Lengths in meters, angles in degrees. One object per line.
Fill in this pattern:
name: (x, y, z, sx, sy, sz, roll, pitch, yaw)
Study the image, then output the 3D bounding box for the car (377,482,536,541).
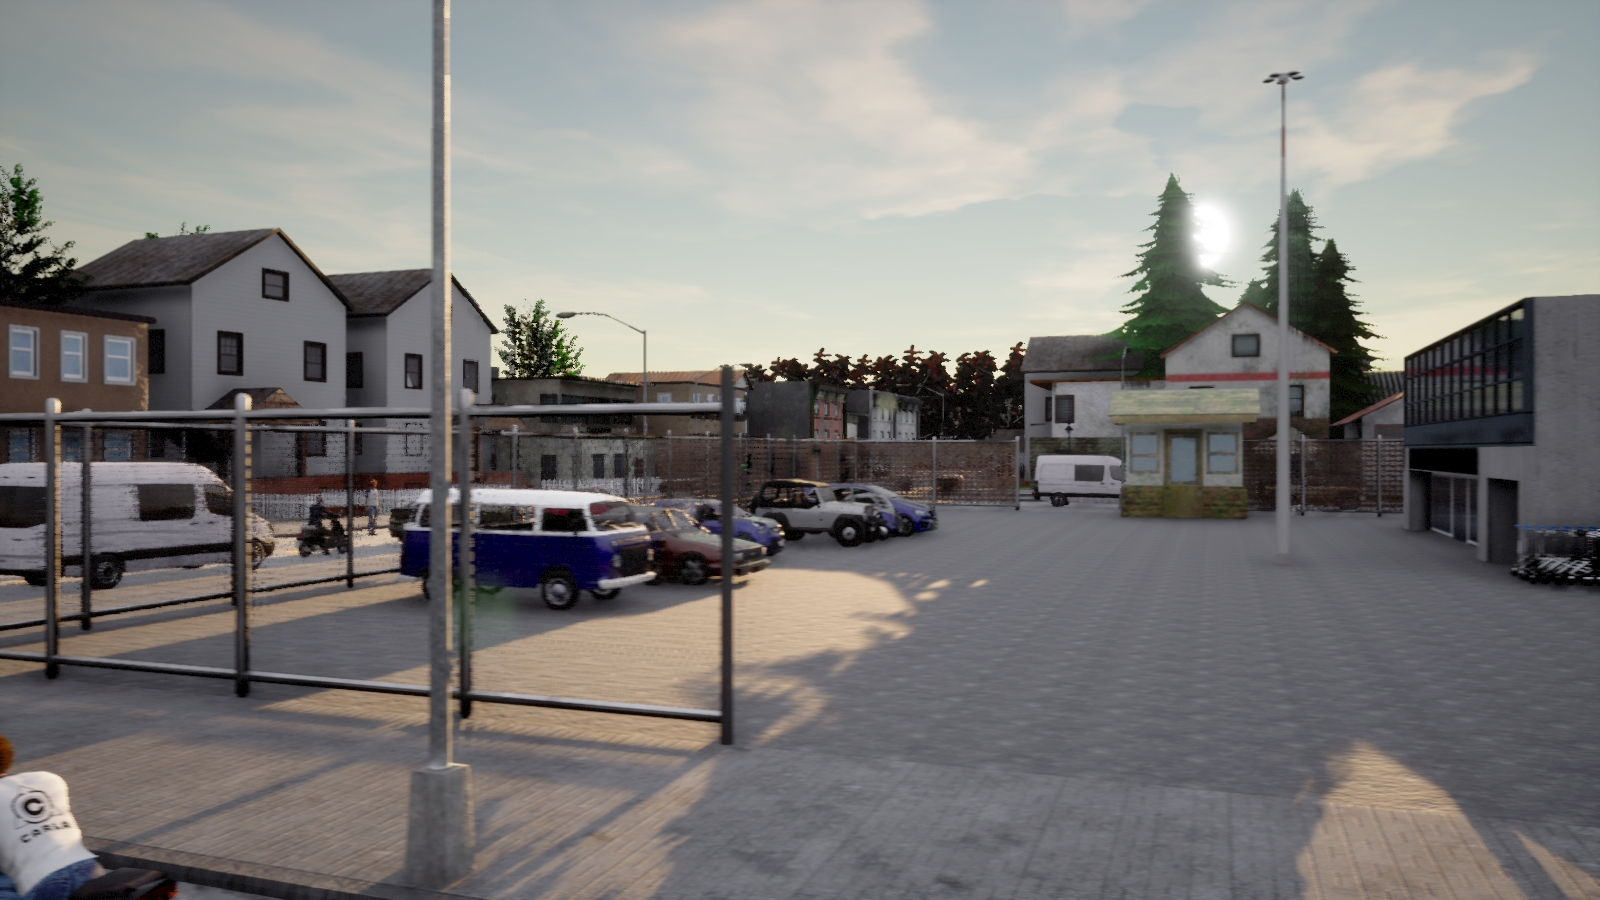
car: (-10.435, 1.814, 35.174, 2.097, 1.535, 5.006, 0, 0, 20)

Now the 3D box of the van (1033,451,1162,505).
van: (14.444, 1.314, 55.536, 5.915, 2.561, 1.988, 0, 0, 20)

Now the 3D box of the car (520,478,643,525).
car: (-7.945, 1.842, 42.035, 2.231, 1.480, 4.892, 0, 0, 20)

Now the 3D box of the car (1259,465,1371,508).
car: (23.526, 1.644, 52.388, 4.605, 1.855, 1.932, 0, 0, 21)

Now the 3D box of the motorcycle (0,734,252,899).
motorcycle: (-3.577, 1.992, 5.152, 2.033, 1.145, 0.803, -1, 0, 20)

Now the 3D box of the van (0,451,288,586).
van: (-14.181, 1.314, 24.847, 1.988, 2.561, 5.915, 0, 0, 20)

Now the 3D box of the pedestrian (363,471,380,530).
pedestrian: (-13.867, 1.628, 36.995, 0.375, 1.860, 0.375, 0, 0, 29)
